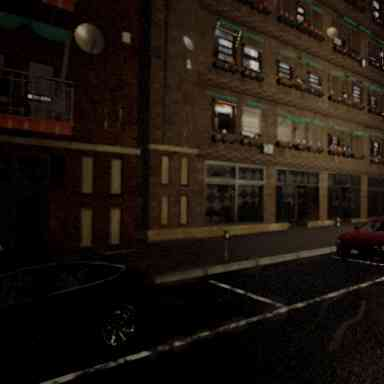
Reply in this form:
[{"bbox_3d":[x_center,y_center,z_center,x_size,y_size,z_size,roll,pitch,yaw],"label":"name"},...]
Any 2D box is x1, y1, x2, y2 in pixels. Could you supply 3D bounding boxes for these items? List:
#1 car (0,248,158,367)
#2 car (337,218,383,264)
[{"bbox_3d":[-2.544,1.566,4.687,4.313,1.339,1.947,0,1,-35],"label":"car"},{"bbox_3d":[6.711,1.556,11.289,4.507,1.381,1.887,0,1,-35],"label":"car"}]
